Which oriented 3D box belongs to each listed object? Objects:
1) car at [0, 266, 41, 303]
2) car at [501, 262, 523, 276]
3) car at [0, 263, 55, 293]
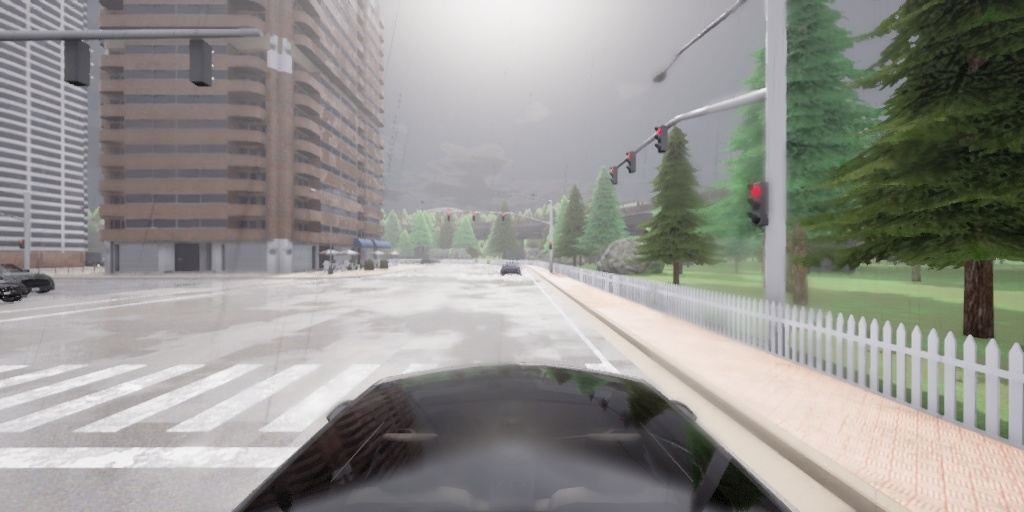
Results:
[{"bbox_3d":[-23.347,1.289,14.893,4.892,1.490,1.837,0,0,0],"label":"car"},{"bbox_3d":[0.073,1.316,36.211,1.895,1.301,4.718,0,0,5],"label":"car"},{"bbox_3d":[-26.679,1.131,18.399,4.553,1.767,2.097,0,0,0],"label":"car"}]
